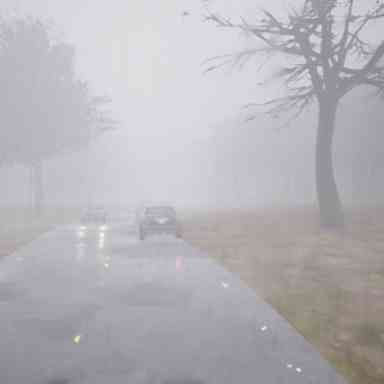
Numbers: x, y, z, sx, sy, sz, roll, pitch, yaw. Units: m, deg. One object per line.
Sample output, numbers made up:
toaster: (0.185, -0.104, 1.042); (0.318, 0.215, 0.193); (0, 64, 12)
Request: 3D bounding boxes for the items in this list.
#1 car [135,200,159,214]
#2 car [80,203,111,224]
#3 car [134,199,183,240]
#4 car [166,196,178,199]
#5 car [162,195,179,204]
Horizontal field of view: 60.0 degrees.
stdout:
car: (-5.324, 1.738, 40.053); (2.033, 1.411, 5.357); (0, 0, 1)
car: (-7.540, 1.653, 26.265); (1.837, 1.490, 4.892); (-1, 0, -8)
car: (-1.915, 1.429, 17.807); (2.097, 1.767, 4.553); (0, 0, -14)
car: (-4.120, 1.796, 54.706); (1.895, 1.301, 4.718); (0, 0, 12)
car: (-4.285, 1.545, 67.544); (1.882, 1.535, 5.008); (-1, 1, 15)
